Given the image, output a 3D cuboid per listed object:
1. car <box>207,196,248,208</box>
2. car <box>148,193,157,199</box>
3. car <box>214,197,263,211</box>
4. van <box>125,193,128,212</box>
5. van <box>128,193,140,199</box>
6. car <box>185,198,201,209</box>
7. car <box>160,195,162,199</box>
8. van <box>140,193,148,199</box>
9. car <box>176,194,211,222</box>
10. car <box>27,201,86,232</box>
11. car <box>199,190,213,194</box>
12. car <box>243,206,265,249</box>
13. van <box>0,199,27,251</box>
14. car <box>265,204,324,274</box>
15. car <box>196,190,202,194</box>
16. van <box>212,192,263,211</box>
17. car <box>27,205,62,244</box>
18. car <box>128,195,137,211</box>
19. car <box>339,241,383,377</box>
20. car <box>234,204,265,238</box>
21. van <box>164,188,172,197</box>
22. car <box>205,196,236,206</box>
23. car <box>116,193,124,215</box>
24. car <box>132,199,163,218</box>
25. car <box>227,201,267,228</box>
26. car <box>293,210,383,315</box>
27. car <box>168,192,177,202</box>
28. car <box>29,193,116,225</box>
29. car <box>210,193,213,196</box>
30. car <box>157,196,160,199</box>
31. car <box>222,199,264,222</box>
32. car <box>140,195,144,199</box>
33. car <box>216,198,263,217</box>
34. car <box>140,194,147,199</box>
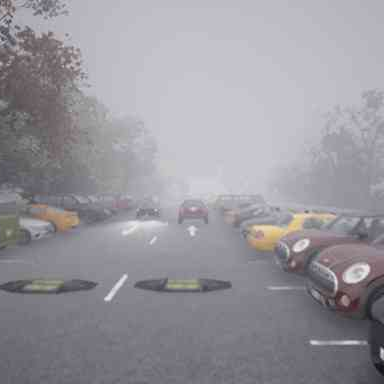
[{"bbox_3d":[4.725,1.357,44.999,5.366,1.575,1.946,0,0,0],"label":"car"},{"bbox_3d":[-8.569,1.137,50.704,5.566,2.045,2.435,0,0,0],"label":"car"},{"bbox_3d":[4.569,1.409,28.473,4.792,1.488,2.163,0,0,0],"label":"car"},{"bbox_3d":[-8.657,1.145,31.321,4.442,1.987,1.878,0,0,0],"label":"van"},{"bbox_3d":[-8.432,1.128,36.877,4.442,1.987,1.878,0,0,0],"label":"van"},{"bbox_3d":[0.099,1.435,42.443,1.994,1.385,4.181,0,0,0],"label":"car"},{"bbox_3d":[-8.572,1.334,64.429,4.553,1.767,2.185,0,0,0],"label":"car"},{"bbox_3d":[-8.657,1.135,45.040,4.442,1.987,1.878,0,0,0],"label":"van"},{"bbox_3d":[0.100,1.263,25.182,2.097,1.767,4.553,0,0,0],"label":"car"},{"bbox_3d":[-8.535,1.419,17.470,5.008,1.535,2.097,0,0,0],"label":"car"},{"bbox_3d":[4.511,1.179,59.001,5.566,2.045,2.435,0,0,0],"label":"car"},{"bbox_3d":[4.725,1.435,11.816,5.366,1.575,1.946,0,0,0],"label":"car"},{"bbox_3d":[-8.657,1.214,11.804,4.442,1.987,1.878,0,0,0],"label":"van"},{"bbox_3d":[4.571,1.322,9.039,4.553,1.767,2.185,0,0,0],"label":"car"},{"bbox_3d":[4.304,0.857,94.365,4.792,1.488,2.163,0,0,0],"label":"car"},{"bbox_3d":[4.423,1.144,31.248,4.442,1.987,1.878,0,0,0],"label":"van"},{"bbox_3d":[-8.543,1.470,14.575,4.674,1.452,2.002,0,0,0],"label":"car"},{"bbox_3d":[-8.546,1.361,34.091,5.008,1.535,2.097,0,0,0],"label":"car"},{"bbox_3d":[4.546,1.467,3.487,5.008,1.535,2.097,0,0,0],"label":"car"},{"bbox_3d":[4.546,1.429,14.592,4.892,1.521,2.231,0,0,0],"label":"car"},{"bbox_3d":[-8.679,0.604,94.292,4.442,1.987,1.878,1,0,0],"label":"van"},{"bbox_3d":[4.533,1.402,53.447,4.892,1.521,2.231,0,0,0],"label":"car"},{"bbox_3d":[-8.512,1.139,25.781,5.566,2.045,2.435,0,0,0],"label":"car"},{"bbox_3d":[-3.599,1.501,28.581,1.895,1.301,4.718,0,0,0],"label":"car"},{"bbox_3d":[4.533,1.420,17.368,4.892,1.521,2.231,0,0,0],"label":"car"},{"bbox_3d":[4.571,1.332,6.263,4.553,1.767,2.185,0,0,0],"label":"car"},{"bbox_3d":[-3.492,1.335,70.083,1.812,1.442,4.674,0,0,0],"label":"car"},{"bbox_3d":[-8.512,1.149,23.011,5.566,2.045,2.435,0,0,0],"label":"car"},{"bbox_3d":[4.508,1.227,36.798,4.553,1.767,2.185,0,0,0],"label":"car"},{"bbox_3d":[-8.538,1.471,59.012,4.674,1.452,2.002,0,0,0],"label":"car"},{"bbox_3d":[4.725,1.406,20.144,5.366,1.575,1.946,0,0,0],"label":"car"},{"bbox_3d":[-8.569,1.380,39.629,4.792,1.488,2.163,0,0,0],"label":"car"},{"bbox_3d":[4.569,1.419,25.697,4.792,1.488,2.163,0,0,0],"label":"car"},{"bbox_3d":[-8.569,1.382,42.268,4.792,1.488,2.163,0,0,0],"label":"car"}]
